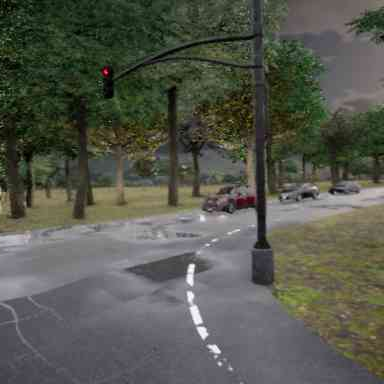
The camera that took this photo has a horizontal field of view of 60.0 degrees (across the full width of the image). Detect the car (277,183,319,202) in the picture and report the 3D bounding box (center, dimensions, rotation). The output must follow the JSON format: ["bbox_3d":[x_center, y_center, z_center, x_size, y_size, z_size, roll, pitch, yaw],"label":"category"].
[{"bbox_3d":[9.249,0.032,28.852,4.902,1.511,2.128,-4,2,-44],"label":"car"}]

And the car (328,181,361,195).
[{"bbox_3d":[16.687,-0.472,36.192,5.357,1.411,2.033,-4,2,-45],"label":"car"}]

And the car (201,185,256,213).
[{"bbox_3d":[2.690,0.395,22.378,4.553,1.767,2.097,-4,2,-45],"label":"car"}]
